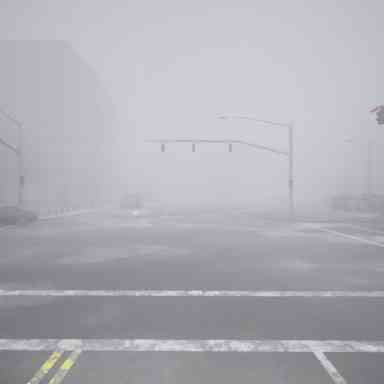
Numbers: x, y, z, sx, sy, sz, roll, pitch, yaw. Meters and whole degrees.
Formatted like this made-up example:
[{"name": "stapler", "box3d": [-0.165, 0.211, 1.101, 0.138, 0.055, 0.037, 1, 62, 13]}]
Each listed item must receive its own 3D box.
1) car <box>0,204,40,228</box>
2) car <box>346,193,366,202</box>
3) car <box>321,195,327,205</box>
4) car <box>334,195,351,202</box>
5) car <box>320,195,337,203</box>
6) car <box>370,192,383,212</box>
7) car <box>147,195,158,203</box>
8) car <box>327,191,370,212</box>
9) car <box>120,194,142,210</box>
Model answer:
[{"name": "car", "box3d": [-12.227, 1.539, 21.156, 4.674, 1.442, 1.812, 0, 3, -24]}, {"name": "car", "box3d": [33.598, 1.142, 68.366, 1.932, 1.855, 4.605, 0, 0, 0]}, {"name": "car", "box3d": [22.273, 1.386, 53.198, 1.970, 1.475, 3.806, 0, 0, 0]}, {"name": "car", "box3d": [30.915, 1.352, 68.312, 1.784, 1.438, 3.905, 0, 0, 0]}, {"name": "car", "box3d": [28.020, 1.384, 68.308, 1.970, 1.475, 3.806, 0, 0, 0]}, {"name": "car", "box3d": [19.592, 1.150, 35.727, 1.905, 1.878, 3.866, 0, 0, 0]}, {"name": "car", "box3d": [-8.012, 1.488, 68.127, 1.837, 1.490, 4.892, 0, 0, 0]}, {"name": "car", "box3d": [16.698, 1.147, 35.777, 1.932, 1.855, 4.605, 0, 0, 0]}, {"name": "car", "box3d": [-7.891, 1.242, 43.748, 2.150, 2.045, 5.566, 0, 0, 0]}]
